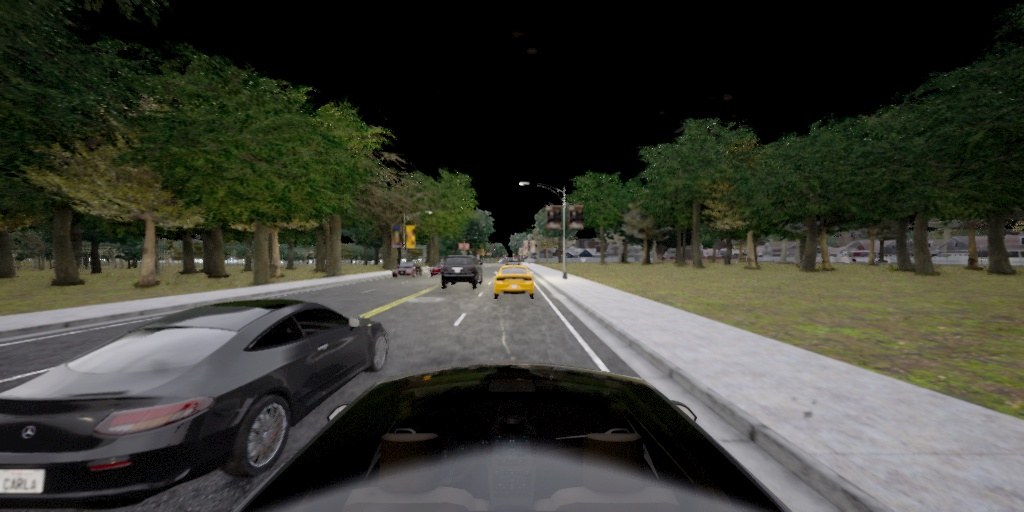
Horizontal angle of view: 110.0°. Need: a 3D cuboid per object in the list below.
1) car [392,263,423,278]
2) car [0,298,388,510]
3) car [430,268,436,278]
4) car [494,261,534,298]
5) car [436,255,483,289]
[{"bbox_3d":[-9.754,1.315,33.801,1.994,1.385,4.181,0,0,0],"label":"car"},{"bbox_3d":[-3.148,1.273,4.599,1.812,1.442,4.674,0,0,0],"label":"car"},{"bbox_3d":[-6.500,1.404,34.307,1.895,1.301,4.718,0,0,0],"label":"car"},{"bbox_3d":[0.101,1.216,18.411,1.882,1.535,5.008,0,0,0],"label":"car"},{"bbox_3d":[-3.150,0.961,23.299,2.150,2.045,5.566,0,0,0],"label":"car"}]
